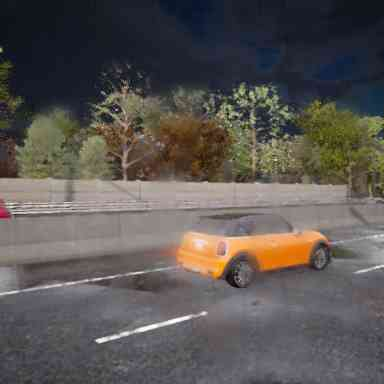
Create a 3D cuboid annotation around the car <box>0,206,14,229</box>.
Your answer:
[{"bbox_3d":[-13.554,1.602,20.121,4.718,1.301,1.895,0,0,-35],"label":"car"}]

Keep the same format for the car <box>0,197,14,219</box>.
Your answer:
[{"bbox_3d":[-10.502,1.221,13.698,5.566,2.045,2.150,0,0,-36],"label":"car"}]

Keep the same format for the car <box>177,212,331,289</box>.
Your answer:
[{"bbox_3d":[1.902,1.360,9.407,4.553,1.767,2.097,0,0,-35],"label":"car"}]
